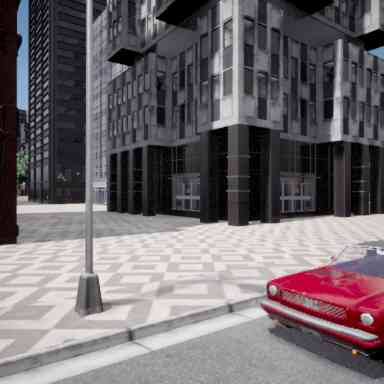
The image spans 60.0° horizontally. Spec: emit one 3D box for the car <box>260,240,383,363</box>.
[{"bbox_3d":[3.413,1.600,5.793,4.718,1.301,1.895,0,0,-35],"label":"car"}]
